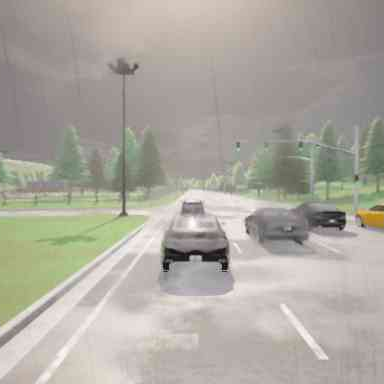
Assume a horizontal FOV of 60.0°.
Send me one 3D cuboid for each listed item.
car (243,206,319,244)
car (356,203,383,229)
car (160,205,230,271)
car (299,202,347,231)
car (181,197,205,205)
[{"bbox_3d":[3.582,1.403,14.979,2.033,1.411,5.357,0,1,0],"label":"car"},{"bbox_3d":[10.581,1.308,17.647,1.882,1.535,5.008,0,0,0],"label":"car"},{"bbox_3d":[0.087,1.390,10.551,2.128,1.511,4.902,0,1,0],"label":"car"},{"bbox_3d":[7.083,1.292,19.270,1.882,1.535,5.008,0,1,0],"label":"car"},{"bbox_3d":[0.067,1.216,28.928,2.128,1.511,4.902,0,1,0],"label":"car"}]
